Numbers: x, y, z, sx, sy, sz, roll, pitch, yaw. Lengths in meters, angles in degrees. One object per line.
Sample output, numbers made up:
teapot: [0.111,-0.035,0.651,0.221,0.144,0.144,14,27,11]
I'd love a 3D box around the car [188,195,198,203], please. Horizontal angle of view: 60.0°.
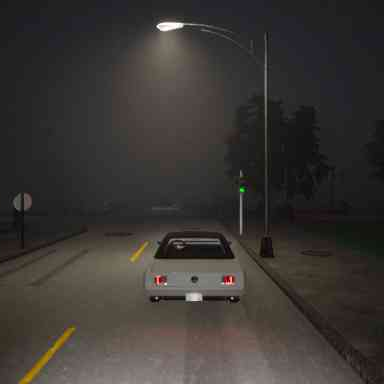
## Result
car: [0.156,1.352,69.706,2.097,1.767,4.553,0,0,0]

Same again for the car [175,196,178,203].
car: [-4.023,1.547,59.764,2.033,1.411,5.357,0,0,0]

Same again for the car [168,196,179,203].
car: [-3.943,1.540,70.105,2.033,1.411,5.357,0,0,0]

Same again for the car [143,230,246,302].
car: [0.063,1.601,8.194,1.895,1.301,4.718,0,0,0]

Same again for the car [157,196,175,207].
car: [-4.055,1.505,50.066,1.837,1.490,4.892,0,0,0]
